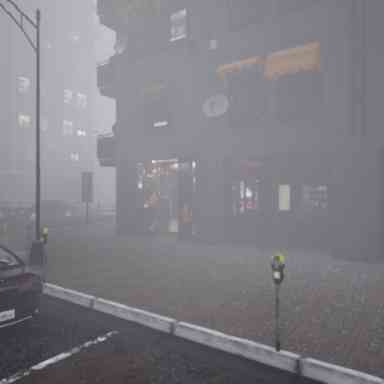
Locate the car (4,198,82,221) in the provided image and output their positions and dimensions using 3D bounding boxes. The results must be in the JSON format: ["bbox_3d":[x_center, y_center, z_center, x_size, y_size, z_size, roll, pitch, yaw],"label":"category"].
[{"bbox_3d":[-11.275,1.288,25.509,1.837,1.490,4.892,0,1,35],"label":"car"}]

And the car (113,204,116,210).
[{"bbox_3d":[-5.445,1.188,33.861,2.033,1.411,5.357,0,1,35],"label":"car"}]

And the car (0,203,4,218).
[{"bbox_3d":[-14.033,1.348,26.064,2.008,1.369,4.403,1,1,35],"label":"car"}]

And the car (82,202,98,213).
[{"bbox_3d":[-10.944,1.247,30.490,1.752,1.417,4.829,1,1,35],"label":"car"}]

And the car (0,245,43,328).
[{"bbox_3d":[-4.465,1.551,6.056,4.403,1.369,2.008,0,0,35],"label":"car"}]
